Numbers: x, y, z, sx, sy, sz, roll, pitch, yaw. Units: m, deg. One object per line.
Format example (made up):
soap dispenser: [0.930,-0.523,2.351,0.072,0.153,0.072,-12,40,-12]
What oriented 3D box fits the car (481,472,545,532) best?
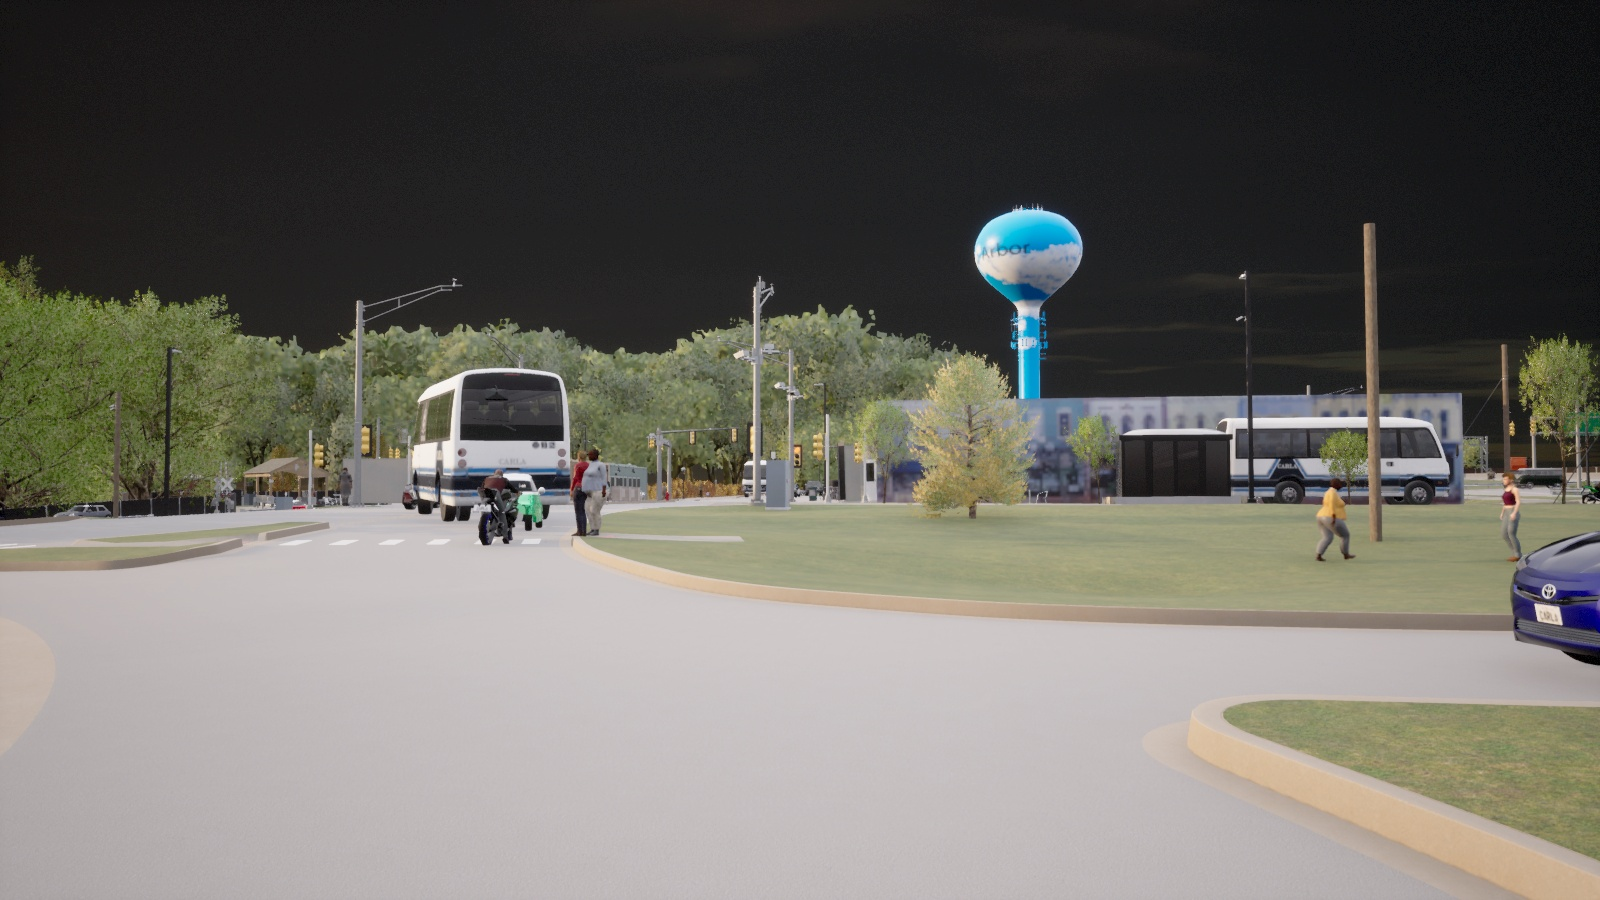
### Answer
car: [-7.035,1.252,30.901,1.481,1.376,2.207,0,-1,-11]

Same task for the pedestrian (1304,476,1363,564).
pedestrian: [11.447,1.491,26.976,0.900,1.855,0.874,0,-3,2]

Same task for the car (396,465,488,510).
car: [-13.705,1.435,48.392,2.033,1.649,4.856,0,-2,2]

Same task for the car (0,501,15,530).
car: [-52.337,4.215,79.891,1.905,1.878,3.866,-1,-1,14]

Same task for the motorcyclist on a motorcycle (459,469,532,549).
motorcyclist on a motorcycle: [-6.113,1.153,25.371,0.866,1.530,2.191,0,-1,2]

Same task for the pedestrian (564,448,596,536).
pedestrian: [-4.635,0.887,26.489,0.636,1.846,0.331,-2,-3,42]

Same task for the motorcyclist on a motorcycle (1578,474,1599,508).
motorcyclist on a motorcycle: [36.384,1.853,56.626,2.044,1.523,0.797,-2,-3,21]

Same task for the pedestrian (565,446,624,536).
pedestrian: [-4.337,0.872,26.505,0.900,1.855,0.874,2,-3,-40]

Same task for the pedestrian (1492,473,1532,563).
pedestrian: [14.655,1.397,25.846,0.594,1.836,0.345,0,-3,5]

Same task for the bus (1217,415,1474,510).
bus: [25.258,0.647,58.804,10.273,4.253,3.944,0,-3,8]

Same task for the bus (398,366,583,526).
bus: [-9.866,-0.054,38.899,3.944,4.253,10.273,0,-1,-23]

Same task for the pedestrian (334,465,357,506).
pedestrian: [-21.891,1.713,60.524,0.659,1.952,0.873,0,-3,8]

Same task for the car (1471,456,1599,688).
car: [7.531,0.823,8.826,4.514,1.525,2.007,0,-2,2]
